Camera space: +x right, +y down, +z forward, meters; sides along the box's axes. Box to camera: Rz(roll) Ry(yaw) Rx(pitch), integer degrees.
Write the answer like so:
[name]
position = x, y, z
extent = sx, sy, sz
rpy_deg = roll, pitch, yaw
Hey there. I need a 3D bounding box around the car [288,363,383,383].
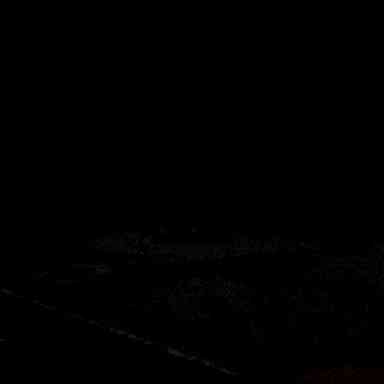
[car]
position = 2.545, 1.528, 1.267
extent = 4.829, 1.417, 1.752
rpy_deg = 0, 0, 36
